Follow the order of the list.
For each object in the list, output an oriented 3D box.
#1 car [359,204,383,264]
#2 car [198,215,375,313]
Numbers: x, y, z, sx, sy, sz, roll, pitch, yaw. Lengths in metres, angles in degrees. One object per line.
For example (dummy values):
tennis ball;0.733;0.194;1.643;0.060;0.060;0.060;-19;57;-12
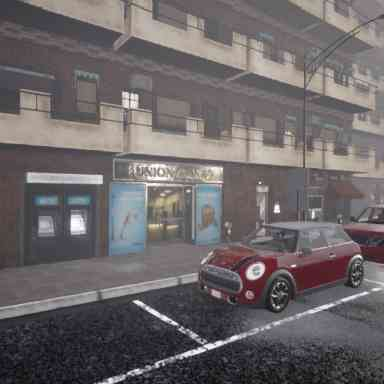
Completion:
car;6.588;1.321;10.815;5.009;1.841;2.192;0;0;-36
car;2.087;1.442;7.593;4.097;1.590;1.967;0;0;-36
